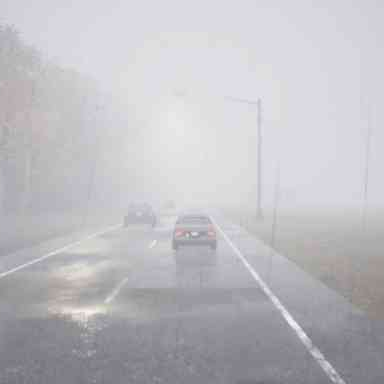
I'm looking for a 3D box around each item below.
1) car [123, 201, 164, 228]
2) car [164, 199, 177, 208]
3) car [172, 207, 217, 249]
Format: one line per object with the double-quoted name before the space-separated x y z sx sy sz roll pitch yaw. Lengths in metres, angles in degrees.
"car" -3.401 1.479 23.418 2.097 1.767 4.553 0 0 0
"car" -3.407 1.766 50.252 1.837 1.490 4.892 0 -1 0
"car" 0.100 1.630 14.960 2.033 1.411 5.357 0 0 0
